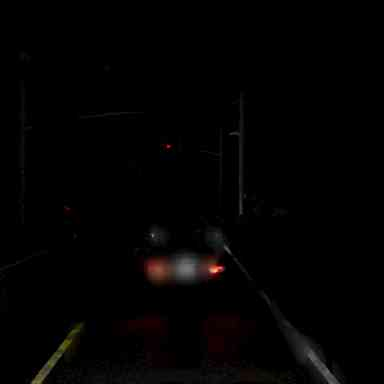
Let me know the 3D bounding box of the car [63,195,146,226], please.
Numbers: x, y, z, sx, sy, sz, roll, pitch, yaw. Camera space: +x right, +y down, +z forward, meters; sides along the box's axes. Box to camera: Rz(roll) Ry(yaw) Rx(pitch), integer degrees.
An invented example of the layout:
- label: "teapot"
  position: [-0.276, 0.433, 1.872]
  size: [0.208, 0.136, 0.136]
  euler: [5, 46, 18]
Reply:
- label: "car"
  position: [-6.004, 1.207, 23.153]
  size: [5.566, 2.045, 2.150]
  euler: [0, 1, -14]

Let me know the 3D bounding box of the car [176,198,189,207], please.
- label: "car"
  position: [-1.394, 1.532, 49.528]
  size: [2.033, 1.411, 5.357]
  euler: [0, 0, -2]

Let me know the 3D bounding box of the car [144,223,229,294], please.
- label: "car"
  position: [-0.167, 1.545, 8.918]
  size: [2.033, 1.411, 5.357]
  euler: [0, 0, -1]
